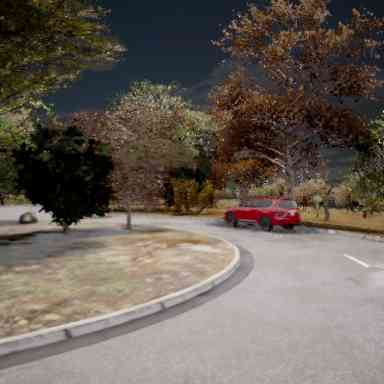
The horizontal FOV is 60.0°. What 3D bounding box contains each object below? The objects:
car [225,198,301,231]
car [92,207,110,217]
[{"bbox_3d":[4.518,1.382,21.990,2.150,2.045,5.566,1,0,-33],"label":"car"},{"bbox_3d":[-10.384,1.292,31.175,5.566,2.045,2.150,1,-1,20],"label":"car"}]
